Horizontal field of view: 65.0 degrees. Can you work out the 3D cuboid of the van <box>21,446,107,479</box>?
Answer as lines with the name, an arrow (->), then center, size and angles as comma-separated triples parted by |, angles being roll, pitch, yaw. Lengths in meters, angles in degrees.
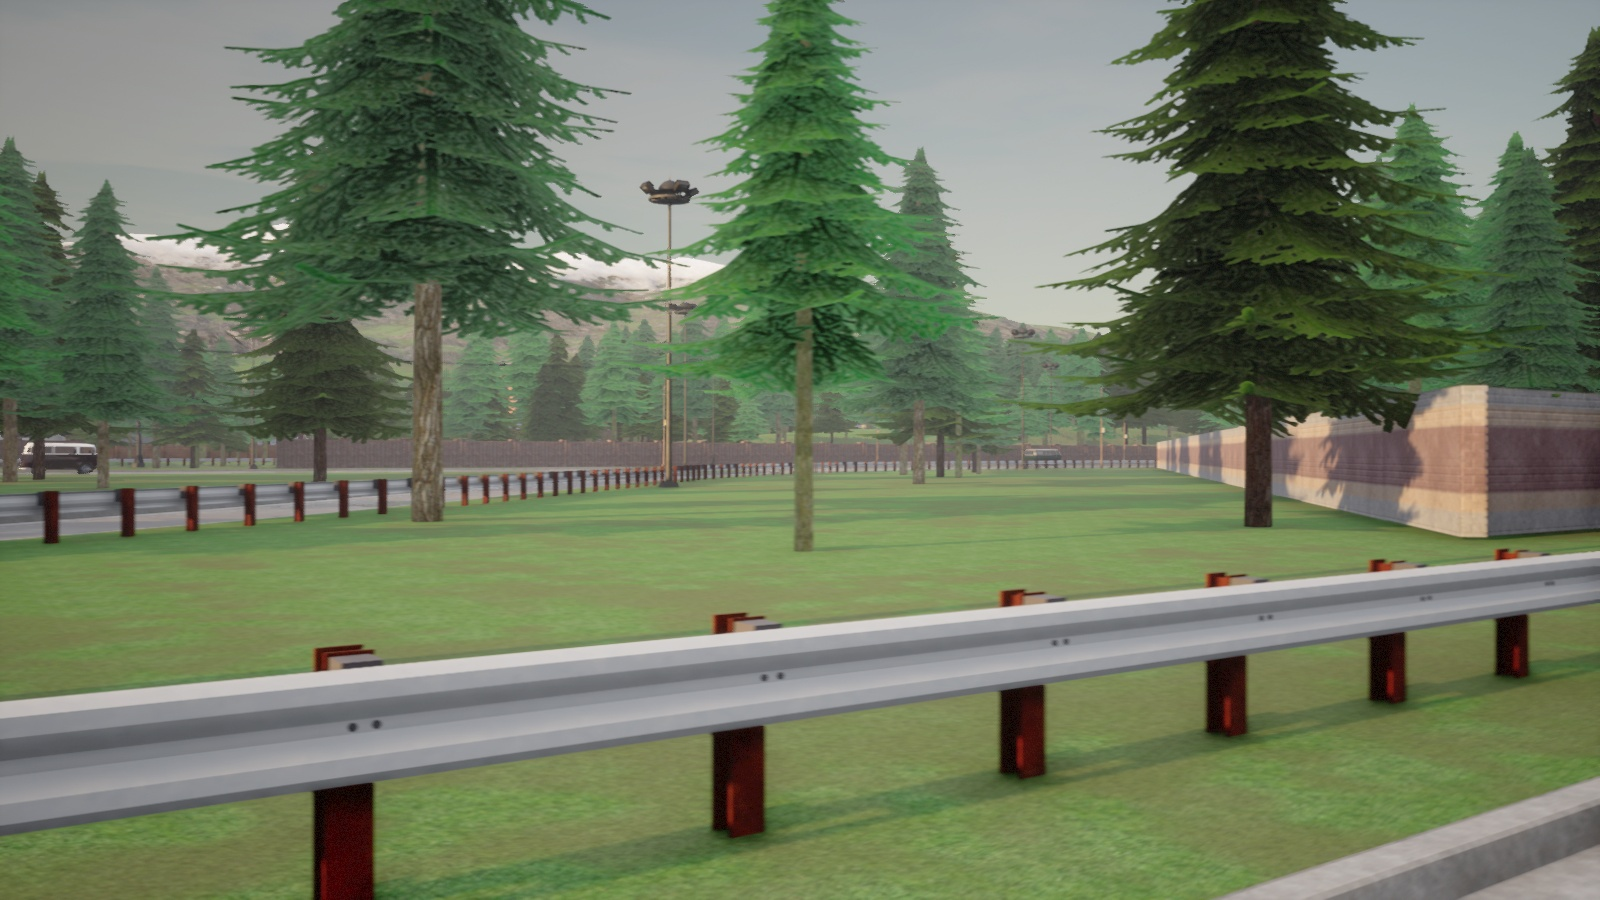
van -> -45.665, 0.756, 77.935 | 4.480, 2.038, 2.069 | 0, 0, -35
